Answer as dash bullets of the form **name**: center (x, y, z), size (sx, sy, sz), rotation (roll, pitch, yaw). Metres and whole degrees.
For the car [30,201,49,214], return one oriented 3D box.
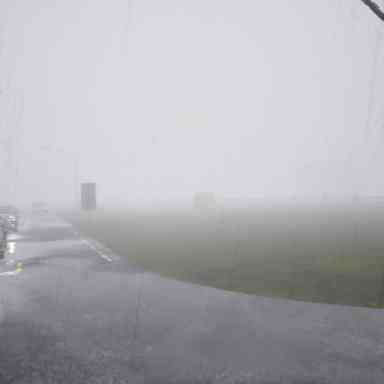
- **car**: center (-19.554, 2.171, 42.834), size (1.895, 1.301, 4.718), rotation (-1, 0, -26)

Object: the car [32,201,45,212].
- **car**: center (-23.967, 2.203, 51.853), size (1.837, 1.490, 4.892), rotation (-1, 0, -26)

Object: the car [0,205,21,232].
- **car**: center (-12.806, 1.689, 22.226), size (2.097, 1.767, 4.553), rotation (-1, 0, -27)

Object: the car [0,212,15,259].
- **car**: center (-8.400, 1.762, 13.245), size (2.033, 1.411, 5.357), rotation (-1, 0, -27)

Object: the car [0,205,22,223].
- **car**: center (-17.311, 2.016, 31.494), size (2.033, 1.411, 5.357), rotation (-1, 0, -26)

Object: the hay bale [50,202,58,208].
- **hay bale**: center (-26.678, 2.472, 64.275), size (1.220, 1.180, 1.240), rotation (-1, 0, -27)
